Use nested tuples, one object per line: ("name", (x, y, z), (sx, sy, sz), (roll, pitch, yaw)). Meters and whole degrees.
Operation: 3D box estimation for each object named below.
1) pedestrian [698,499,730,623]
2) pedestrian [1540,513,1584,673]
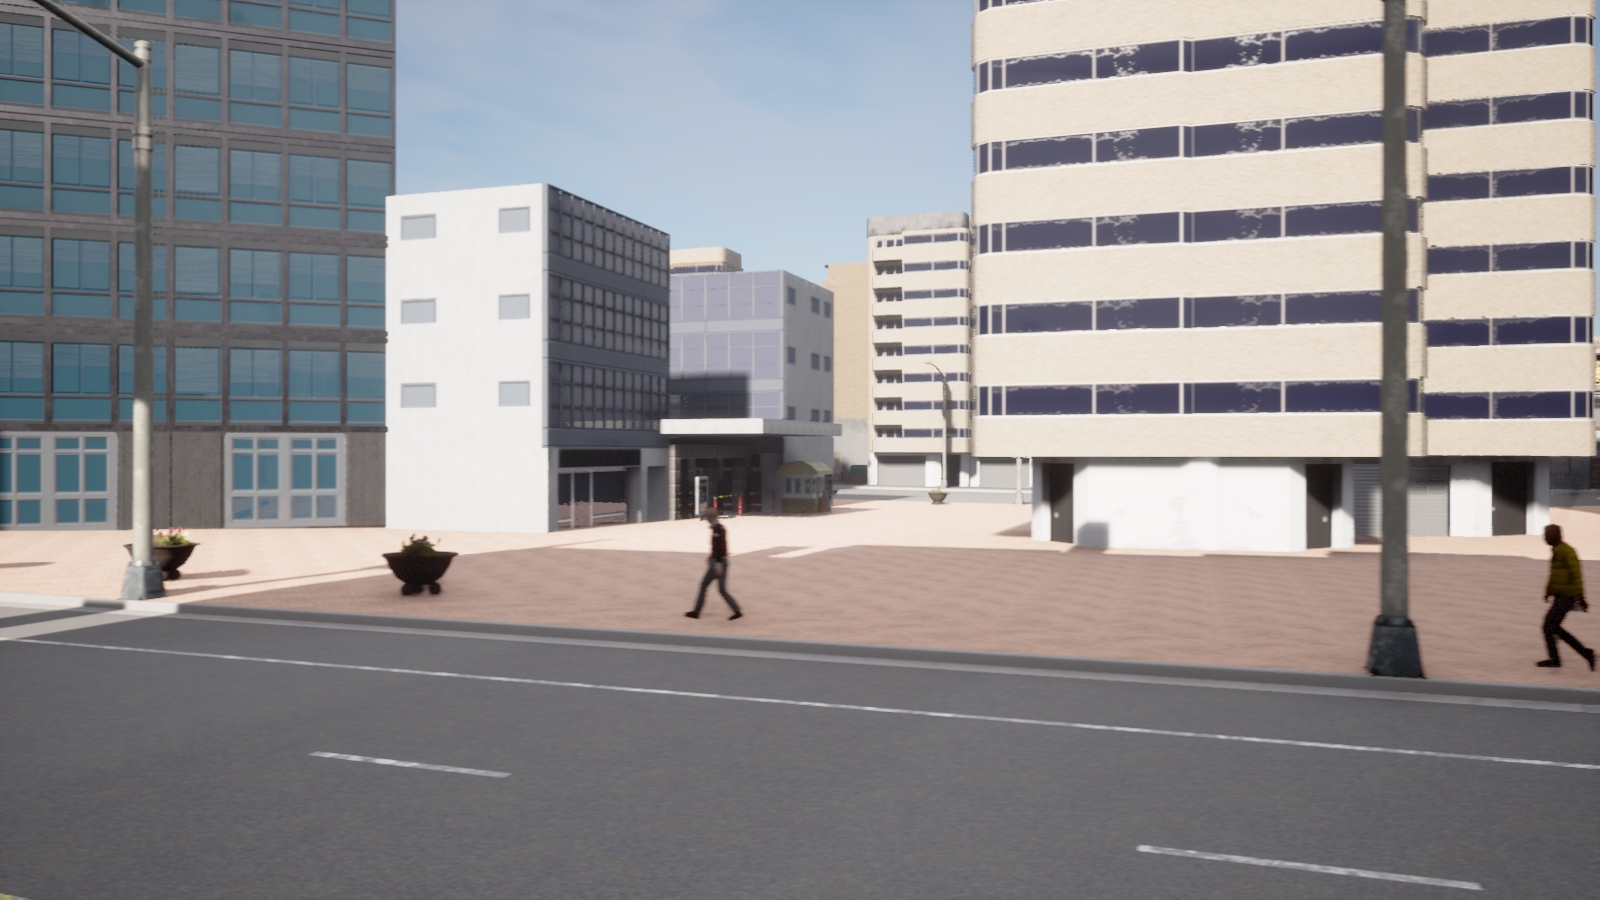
("pedestrian", (-1.322, 1.698, 17.641), (0.375, 1.860, 0.375), (0, 0, 20))
("pedestrian", (9.149, 1.696, 13.729), (0.375, 1.860, 0.375), (0, 0, 24))
